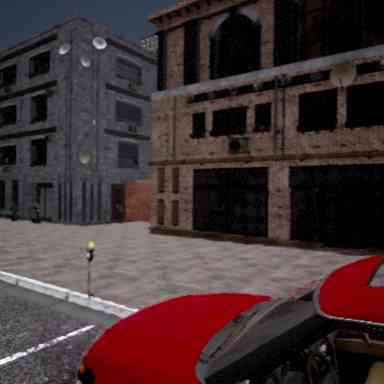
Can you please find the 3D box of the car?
[{"bbox_3d":[1.419,1.315,1.800,5.009,1.841,2.192,0,1,36],"label":"car"}]
